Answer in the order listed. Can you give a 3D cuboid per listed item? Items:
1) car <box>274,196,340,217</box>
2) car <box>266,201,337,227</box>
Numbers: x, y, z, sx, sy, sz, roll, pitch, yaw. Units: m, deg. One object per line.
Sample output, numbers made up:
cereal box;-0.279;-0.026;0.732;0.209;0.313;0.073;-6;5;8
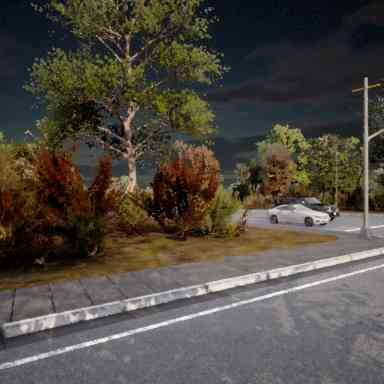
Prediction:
car;9.110;1.316;27.273;2.150;2.045;5.566;0;-1;-37
car;7.426;1.600;23.680;1.812;1.442;4.674;0;-1;-38
